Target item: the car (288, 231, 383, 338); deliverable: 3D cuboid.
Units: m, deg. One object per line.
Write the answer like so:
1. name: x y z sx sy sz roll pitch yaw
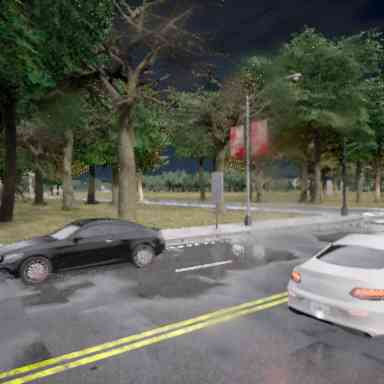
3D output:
1. car: 3.683 1.456 6.051 4.674 1.442 1.812 -1 0 -36

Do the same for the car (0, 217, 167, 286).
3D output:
1. car: -2.951 1.493 9.522 4.674 1.442 1.812 -1 0 -35
